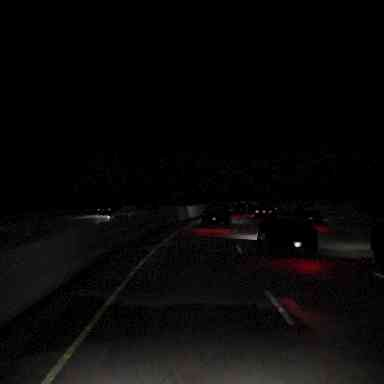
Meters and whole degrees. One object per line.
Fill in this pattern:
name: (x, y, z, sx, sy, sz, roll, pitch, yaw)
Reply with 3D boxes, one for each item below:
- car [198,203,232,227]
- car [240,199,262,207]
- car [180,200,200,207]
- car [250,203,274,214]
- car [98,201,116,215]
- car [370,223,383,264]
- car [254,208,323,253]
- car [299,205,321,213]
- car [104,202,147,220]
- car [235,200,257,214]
car: (1.956, 1.735, 25.284, 1.882, 1.535, 5.008, 0, -1, 10)
car: (11.780, 2.223, 66.114, 2.033, 1.411, 5.357, 0, -1, 36)
car: (-0.210, 2.024, 52.494, 2.128, 1.511, 4.902, 0, -1, 26)
car: (7.228, 1.878, 32.552, 2.033, 1.411, 5.357, 0, -1, 16)
car: (-9.156, 1.902, 39.131, 1.837, 1.490, 4.892, 0, -1, 18)
car: (7.179, 1.316, 9.105, 2.150, 2.045, 5.566, 0, -1, 2)
car: (3.991, 1.652, 14.406, 1.837, 1.490, 4.892, 0, -1, 4)
car: (9.513, 1.804, 27.268, 1.812, 1.442, 4.674, 0, -1, 13)
car: (-5.018, 1.800, 27.054, 1.812, 1.442, 4.674, 0, -1, 12)
car: (6.680, 1.912, 41.551, 2.128, 1.511, 4.902, 0, -1, 21)
